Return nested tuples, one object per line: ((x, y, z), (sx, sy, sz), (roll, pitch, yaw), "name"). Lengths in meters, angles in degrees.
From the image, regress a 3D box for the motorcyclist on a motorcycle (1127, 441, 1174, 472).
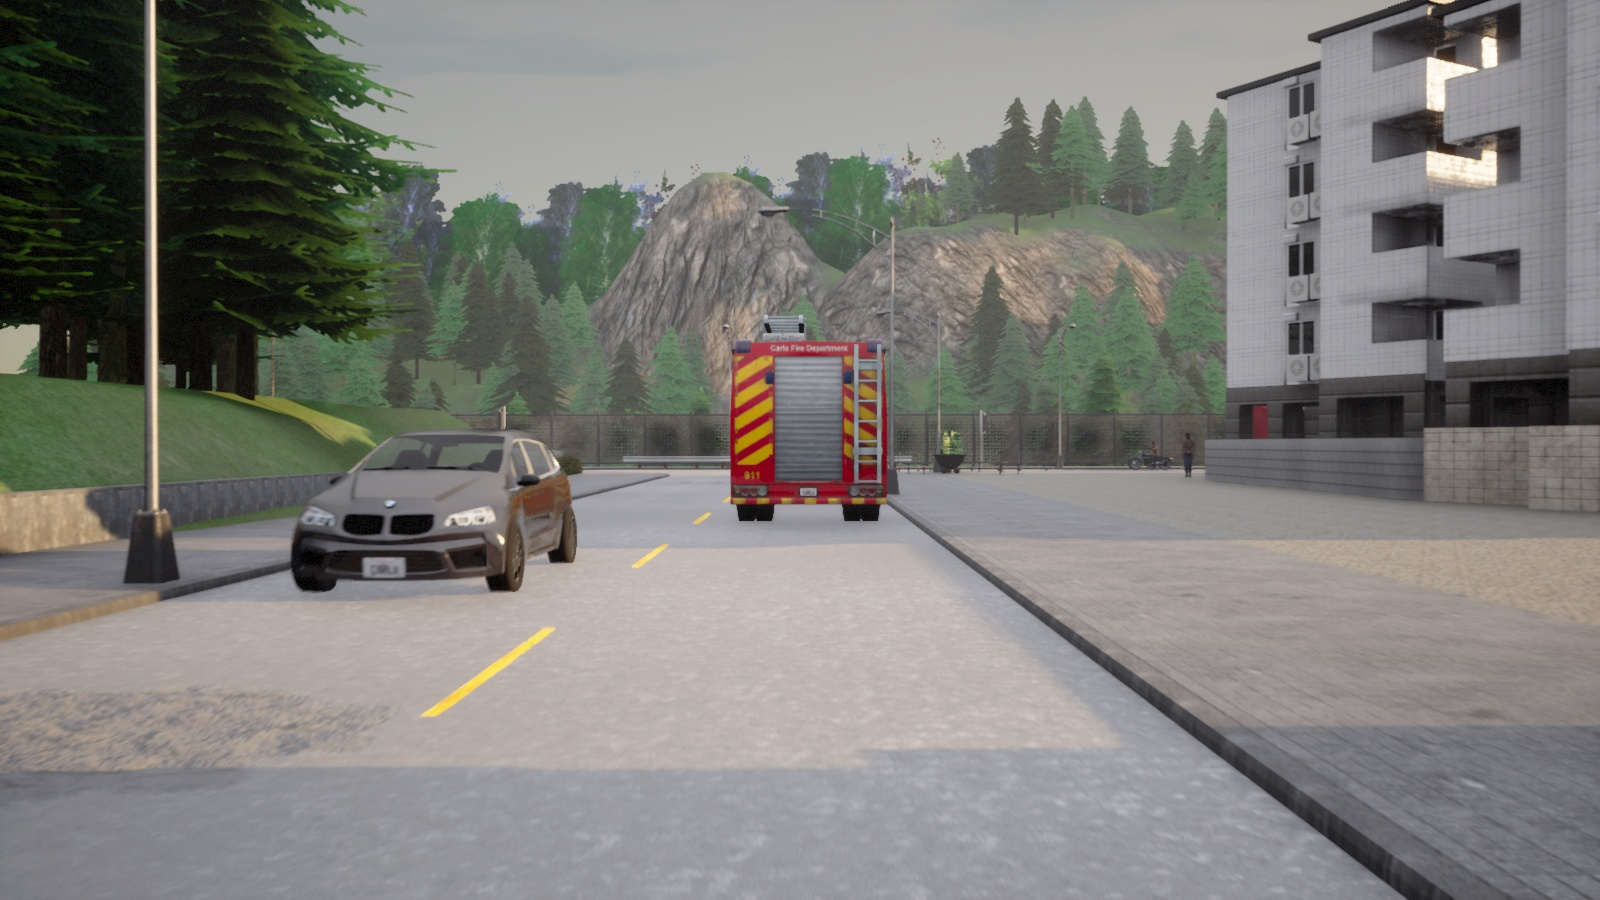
((18.909, 0.330, 67.734), (2.350, 1.649, 0.766), (0, 0, 0), "motorcyclist on a motorcycle")

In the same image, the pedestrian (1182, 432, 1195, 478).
((15.294, 0.190, 49.388), (0.328, 1.805, 0.869), (0, 0, 28), "pedestrian")

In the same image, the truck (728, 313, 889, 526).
((0.172, -0.569, 26.845), (2.891, 3.827, 8.468), (0, 0, 0), "truck")

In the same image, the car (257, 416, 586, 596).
((-3.904, 0.509, 13.948), (2.242, 1.667, 4.611), (0, 0, 0), "car")
